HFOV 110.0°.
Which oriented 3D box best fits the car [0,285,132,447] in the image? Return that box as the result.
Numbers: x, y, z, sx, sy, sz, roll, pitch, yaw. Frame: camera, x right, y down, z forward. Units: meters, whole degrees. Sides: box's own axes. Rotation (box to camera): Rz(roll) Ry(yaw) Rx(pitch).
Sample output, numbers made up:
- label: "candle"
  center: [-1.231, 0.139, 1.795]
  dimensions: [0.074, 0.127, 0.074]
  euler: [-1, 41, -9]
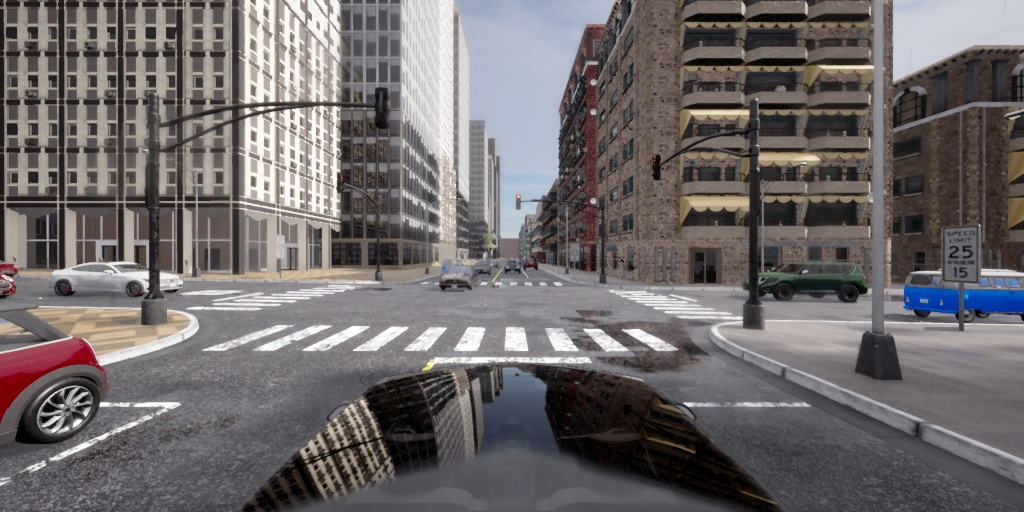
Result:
- label: "car"
  center: [-5.691, 1.190, 2.369]
  dimensions: [1.967, 1.591, 4.097]
  euler: [0, 0, 0]

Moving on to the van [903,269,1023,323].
- label: "van"
  center: [16.905, 1.453, 13.099]
  dimensions: [3.998, 1.789, 1.690]
  euler: [0, 0, 0]

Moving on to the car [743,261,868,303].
- label: "car"
  center: [15.449, 1.297, 19.020]
  dimensions: [5.566, 2.045, 2.150]
  euler: [1, 0, 0]

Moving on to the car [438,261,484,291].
- label: "car"
  center: [-3.083, 1.265, 21.881]
  dimensions: [2.033, 1.411, 5.357]
  euler: [1, 0, 0]

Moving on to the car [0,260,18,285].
- label: "car"
  center: [-21.154, 0.818, 13.128]
  dimensions: [4.097, 1.591, 1.967]
  euler: [0, 0, 0]

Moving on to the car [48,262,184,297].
- label: "car"
  center: [-17.274, 0.975, 15.724]
  dimensions: [4.674, 1.442, 1.812]
  euler: [1, 0, -2]

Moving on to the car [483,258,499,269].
- label: "car"
  center: [-3.115, 1.259, 57.016]
  dimensions: [2.128, 1.511, 4.902]
  euler: [0, 0, 0]

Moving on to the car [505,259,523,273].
- label: "car"
  center: [0.076, 1.361, 43.637]
  dimensions: [1.895, 1.301, 4.718]
  euler: [0, 0, 0]

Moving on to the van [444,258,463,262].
- label: "van"
  center: [-5.710, 1.097, 34.843]
  dimensions: [1.690, 1.789, 3.998]
  euler: [0, 0, 0]

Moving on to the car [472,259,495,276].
- label: "car"
  center: [-3.121, 1.320, 36.355]
  dimensions: [1.994, 1.385, 4.181]
  euler: [0, 0, 0]

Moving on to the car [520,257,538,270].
- label: "car"
  center: [2.661, 1.079, 51.502]
  dimensions: [2.192, 1.841, 5.009]
  euler: [0, 0, 0]
